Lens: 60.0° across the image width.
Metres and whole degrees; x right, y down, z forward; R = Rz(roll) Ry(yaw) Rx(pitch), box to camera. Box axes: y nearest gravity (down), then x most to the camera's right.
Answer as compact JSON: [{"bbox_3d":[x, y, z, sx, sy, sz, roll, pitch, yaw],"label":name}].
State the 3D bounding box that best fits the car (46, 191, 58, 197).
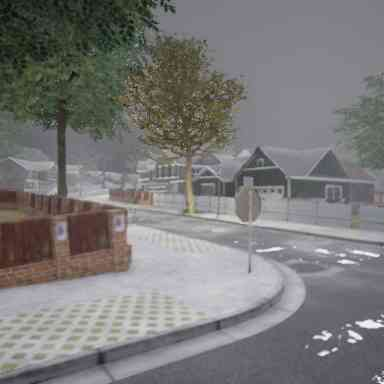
[{"bbox_3d":[-19.164,0.612,46.264,1.812,1.442,4.674,1,1,-31],"label":"car"}]
